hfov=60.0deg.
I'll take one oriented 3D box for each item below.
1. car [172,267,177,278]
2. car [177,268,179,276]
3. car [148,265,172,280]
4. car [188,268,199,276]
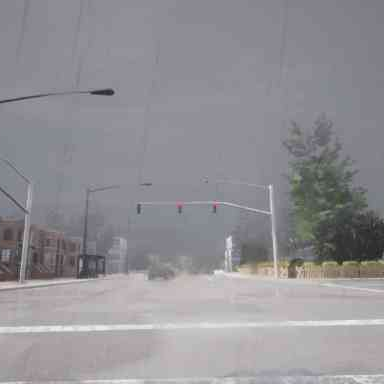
[{"bbox_3d":[-3.436,11.111,45.806,1.895,1.301,4.718,-1,-13,0],"label":"car"},{"bbox_3d":[-3.297,14.420,60.434,1.882,1.535,5.008,-1,-14,0],"label":"car"},{"bbox_3d":[-3.488,8.613,35.594,1.837,1.490,4.892,-1,-13,0],"label":"car"},{"bbox_3d":[0.326,14.644,61.313,2.033,1.411,5.357,-1,-13,0],"label":"car"}]
